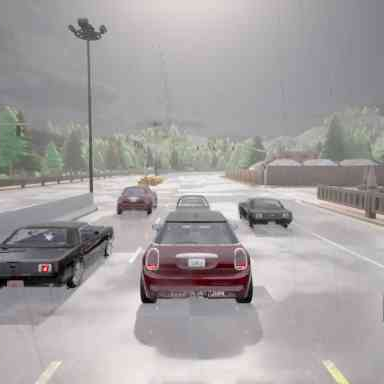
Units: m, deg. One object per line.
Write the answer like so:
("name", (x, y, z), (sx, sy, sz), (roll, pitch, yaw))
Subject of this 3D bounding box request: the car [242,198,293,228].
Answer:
("car", (3.539, 0.939, 16.989), (1.895, 1.301, 4.718), (0, 4, 0))

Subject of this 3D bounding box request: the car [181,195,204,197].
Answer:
("car", (0.036, 0.857, 17.395), (2.033, 1.411, 5.357), (0, 4, 0))

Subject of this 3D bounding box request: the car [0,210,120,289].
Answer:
("car", (-3.425, 1.417, 8.675), (1.895, 1.301, 4.718), (0, 2, 0))

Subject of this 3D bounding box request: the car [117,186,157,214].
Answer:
("car", (-3.487, 0.352, 21.851), (2.097, 1.767, 4.553), (0, 4, 0))

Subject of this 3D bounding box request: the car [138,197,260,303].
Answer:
("car", (0.077, 1.191, 8.013), (2.097, 1.767, 4.553), (0, 2, 0))
